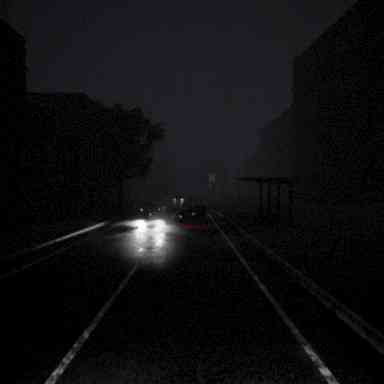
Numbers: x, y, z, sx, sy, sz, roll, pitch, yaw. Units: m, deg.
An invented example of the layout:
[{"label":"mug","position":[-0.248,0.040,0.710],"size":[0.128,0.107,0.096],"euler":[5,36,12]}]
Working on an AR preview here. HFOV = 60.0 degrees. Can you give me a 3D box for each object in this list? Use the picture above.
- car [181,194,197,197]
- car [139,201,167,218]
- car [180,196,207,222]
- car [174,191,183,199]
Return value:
[{"label":"car","position":[0.116,1.170,41.602],"size":[2.128,1.511,4.902],"euler":[0,1,0]},{"label":"car","position":[-3.250,1.441,28.280],"size":[1.895,1.301,4.718],"euler":[0,1,0]},{"label":"car","position":[0.090,1.343,25.195],"size":[1.882,1.535,5.008],"euler":[0,0,0]},{"label":"car","position":[-2.832,0.660,70.567],"size":[1.837,1.490,4.892],"euler":[0,1,0]}]
